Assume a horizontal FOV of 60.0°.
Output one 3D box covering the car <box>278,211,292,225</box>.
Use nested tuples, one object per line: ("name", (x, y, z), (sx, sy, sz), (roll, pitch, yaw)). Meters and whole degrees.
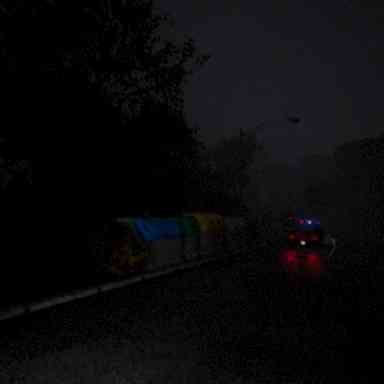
("car", (13.538, 3.616, 44.971), (2.150, 2.045, 5.566), (0, -2, 5))

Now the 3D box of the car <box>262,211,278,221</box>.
("car", (13.564, 4.017, 56.969), (2.097, 1.767, 4.553), (0, -1, -5))

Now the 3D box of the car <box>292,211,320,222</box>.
("car", (11.750, 3.121, 34.024), (2.150, 2.045, 5.566), (0, -3, 14))

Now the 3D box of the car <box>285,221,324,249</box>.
("car", (7.420, 2.799, 21.416), (1.895, 1.301, 4.718), (0, -3, 25))
